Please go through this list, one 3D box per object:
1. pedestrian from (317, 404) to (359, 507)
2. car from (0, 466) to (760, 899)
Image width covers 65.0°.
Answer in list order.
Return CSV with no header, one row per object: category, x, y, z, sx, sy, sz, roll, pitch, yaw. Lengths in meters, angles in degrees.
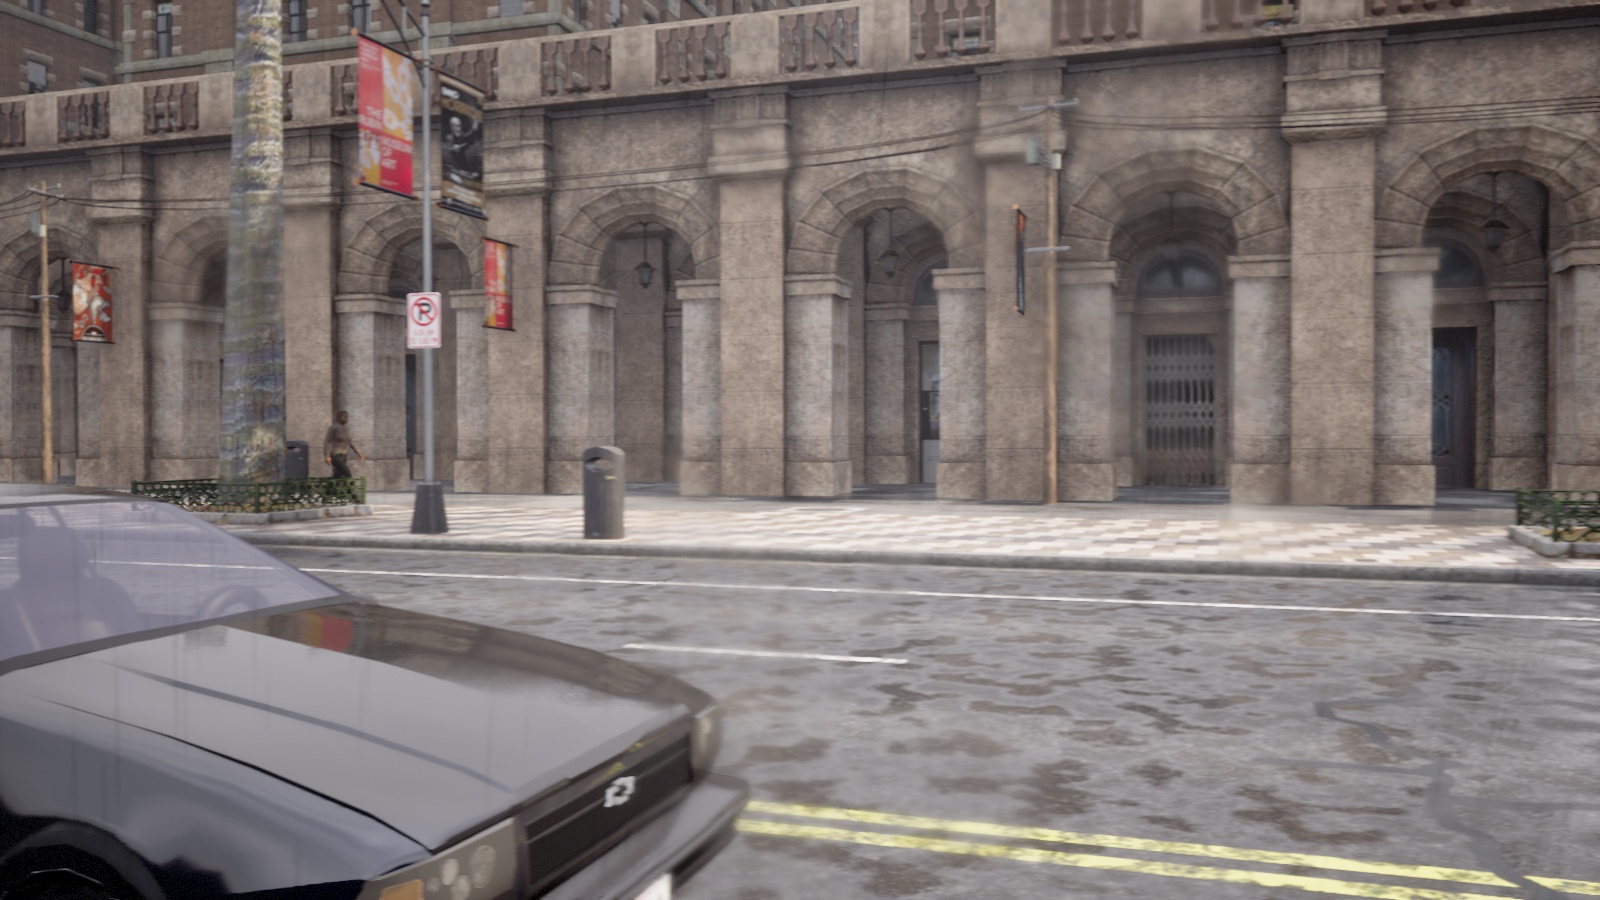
pedestrian,-8.358,0.088,22.714,0.634,1.846,0.331,1,1,19
car,-3.003,0.795,4.205,5.357,1.411,2.033,1,1,19
